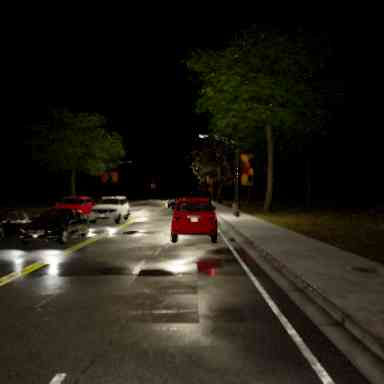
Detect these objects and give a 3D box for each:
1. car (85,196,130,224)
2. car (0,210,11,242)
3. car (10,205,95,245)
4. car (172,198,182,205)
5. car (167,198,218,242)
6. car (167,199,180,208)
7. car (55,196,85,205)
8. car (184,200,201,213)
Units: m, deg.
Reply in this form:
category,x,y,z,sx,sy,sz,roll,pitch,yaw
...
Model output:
category,x,y,z,sx,sy,sz,roll,pitch,yaw
car,-6.512,1.388,26.988,2.150,2.045,5.566,0,0,0
car,-9.769,1.651,17.112,2.033,1.411,5.357,0,0,0
car,-6.533,1.603,16.311,1.837,1.490,4.892,0,0,0
car,-3.228,2.017,72.752,1.994,1.385,4.181,0,0,0
car,0.105,1.324,17.121,2.150,2.045,5.566,0,0,0
car,-3.133,1.957,56.683,1.895,1.301,4.718,0,0,0
car,-9.742,1.391,27.459,2.150,2.045,5.566,0,0,0
car,0.113,1.811,42.276,2.033,1.411,5.357,0,0,0
